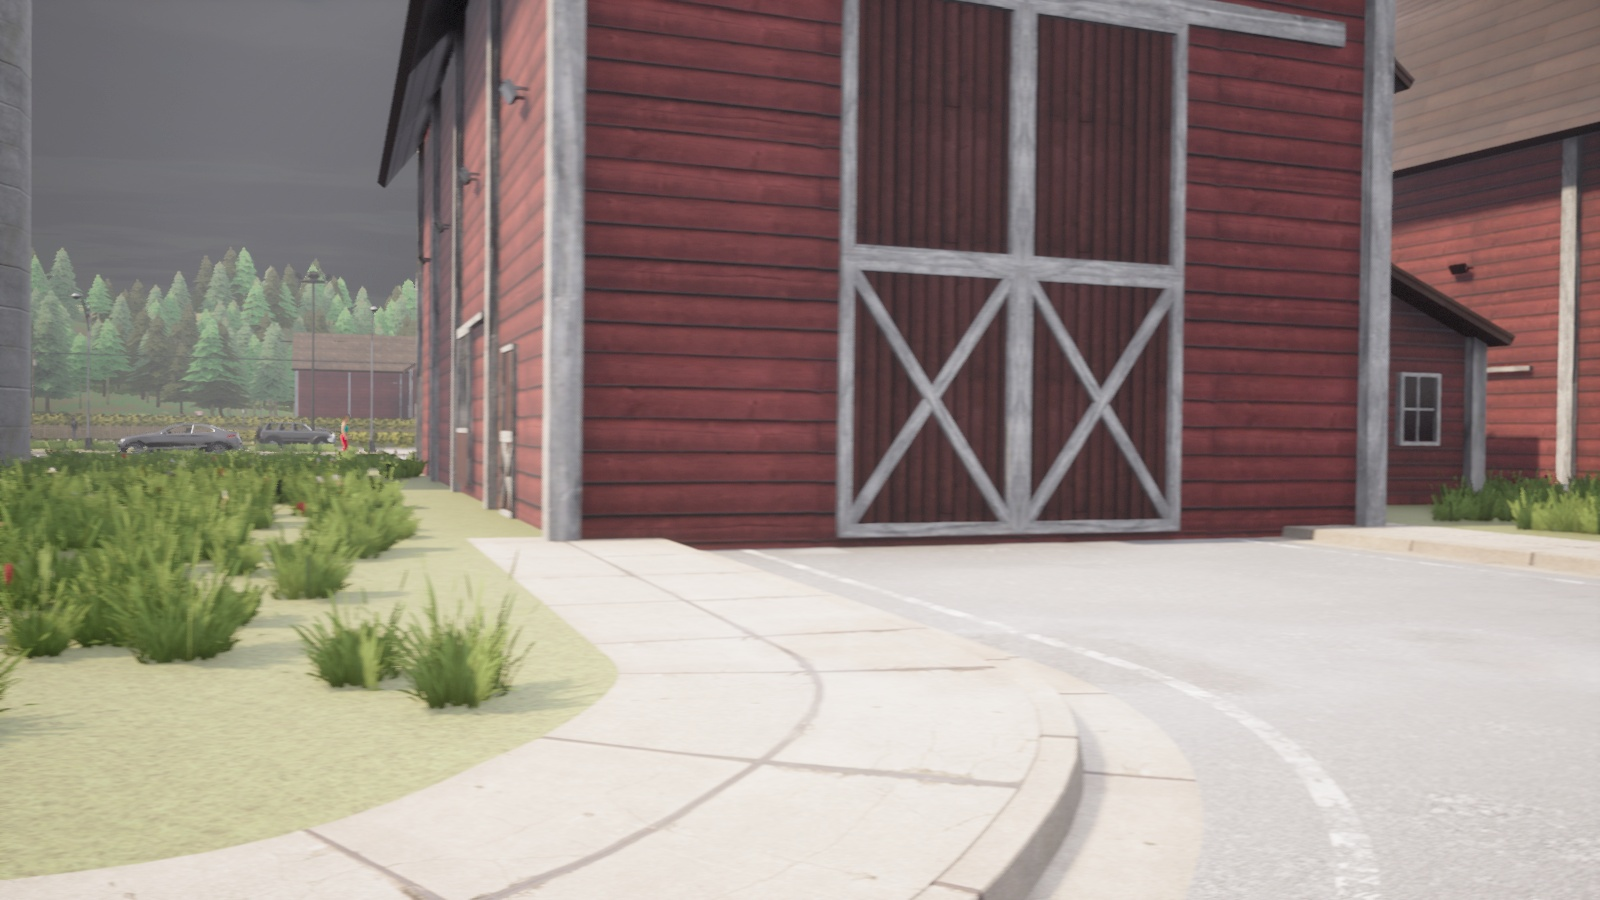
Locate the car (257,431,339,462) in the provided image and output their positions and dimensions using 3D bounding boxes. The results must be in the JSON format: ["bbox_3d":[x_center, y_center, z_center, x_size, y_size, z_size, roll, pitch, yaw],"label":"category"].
[{"bbox_3d":[-31.509,-0.223,78.911,4.605,1.855,1.932,0,0,-16],"label":"car"}]

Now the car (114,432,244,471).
[{"bbox_3d":[-27.718,0.042,56.255,5.027,1.651,2.152,-1,1,-21],"label":"car"}]

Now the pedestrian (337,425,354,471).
[{"bbox_3d":[-18.381,-0.091,50.778,0.594,1.836,0.345,-1,1,-13],"label":"pedestrian"}]
